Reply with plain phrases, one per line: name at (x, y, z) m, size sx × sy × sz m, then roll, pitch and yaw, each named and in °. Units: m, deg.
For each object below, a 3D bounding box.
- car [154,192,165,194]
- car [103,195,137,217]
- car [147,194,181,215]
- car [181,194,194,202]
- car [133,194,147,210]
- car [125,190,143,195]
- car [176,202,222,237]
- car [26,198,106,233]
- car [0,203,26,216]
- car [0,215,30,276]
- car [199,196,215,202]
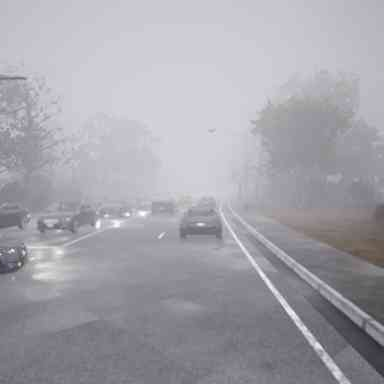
car at (-4.710, 0.903, 47.053) m, size 2.097 × 1.767 × 4.553 m, roll 0°, pitch 1°, yaw 5°
car at (-6.252, 1.240, 27.659) m, size 1.837 × 1.490 × 4.892 m, roll 0°, pitch 1°, yaw 4°
car at (-2.408, 1.190, 30.086) m, size 1.882 × 1.535 × 5.008 m, roll 0°, pitch 1°, yaw 4°
car at (-0.854, 1.008, 49.157) m, size 1.882 × 1.535 × 5.008 m, roll 0°, pitch 1°, yaw 6°
car at (-5.618, 1.249, 36.831) m, size 1.895 × 1.301 × 4.718 m, roll 0°, pitch 1°, yaw 5°
car at (-8.234, 0.773, 46.951) m, size 2.150 × 2.045 × 5.566 m, roll 0°, pitch 1°, yaw 5°
car at (0.452, 1.402, 16.847) m, size 1.994 × 1.385 × 4.181 m, roll 0°, pitch 1°, yaw 2°
car at (-6.691, 1.315, 18.369) m, size 2.128 × 1.511 × 4.902 m, roll 0°, pitch 1°, yaw 2°
car at (-10.241, 1.327, 17.098) m, size 2.128 × 1.511 × 4.902 m, roll 0°, pitch 1°, yaw 2°
car at (-6.406, 1.484, 8.239) m, size 4.181 × 1.385 × 1.994 m, roll 0°, pitch 1°, yaw -22°
car at (1.821, 1.182, 39.974) m, size 1.994 × 1.385 × 4.181 m, roll 0°, pitch 1°, yaw 5°
